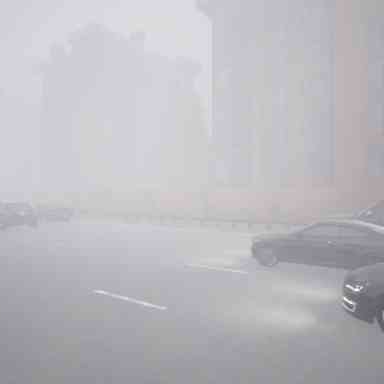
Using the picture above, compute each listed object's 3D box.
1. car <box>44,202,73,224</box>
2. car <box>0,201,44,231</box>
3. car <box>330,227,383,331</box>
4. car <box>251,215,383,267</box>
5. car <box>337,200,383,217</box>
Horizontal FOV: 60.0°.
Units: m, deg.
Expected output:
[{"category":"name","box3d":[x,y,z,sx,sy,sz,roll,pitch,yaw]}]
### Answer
[{"category":"car","box3d":[-10.868,1.477,24.621,5.008,1.535,1.882,0,0,35]},{"category":"car","box3d":[-11.756,1.353,20.955,4.553,1.767,2.097,0,0,35]},{"category":"car","box3d":[4.855,1.502,4.830,4.892,1.490,1.837,-1,0,35]},{"category":"car","box3d":[4.027,1.526,9.716,4.674,1.442,1.812,0,0,35]},{"category":"car","box3d":[7.298,1.224,11.684,5.566,2.045,2.150,0,0,35]}]
